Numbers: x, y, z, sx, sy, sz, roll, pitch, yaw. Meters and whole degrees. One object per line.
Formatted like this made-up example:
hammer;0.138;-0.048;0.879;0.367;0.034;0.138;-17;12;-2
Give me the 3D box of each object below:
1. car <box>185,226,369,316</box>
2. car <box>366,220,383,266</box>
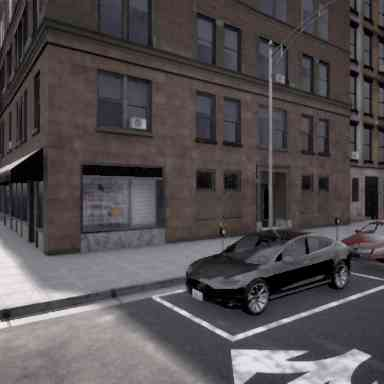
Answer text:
car;1.878;1.566;7.527;4.313;1.339;1.947;0;0;-35
car;6.371;1.583;10.731;4.206;1.307;1.802;0;0;-35
